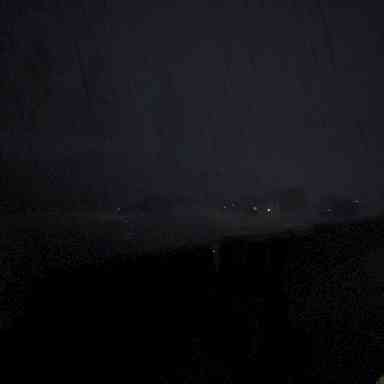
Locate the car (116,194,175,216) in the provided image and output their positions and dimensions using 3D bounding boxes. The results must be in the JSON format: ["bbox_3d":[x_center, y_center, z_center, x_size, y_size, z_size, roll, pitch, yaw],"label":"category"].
[{"bbox_3d":[-3.385,0.890,24.791,4.674,1.442,1.812,-1,2,-42],"label":"car"}]

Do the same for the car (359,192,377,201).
[{"bbox_3d":[27.510,0.626,52.614,4.181,1.385,1.994,-1,2,-42],"label":"car"}]

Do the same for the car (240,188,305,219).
[{"bbox_3d":[6.279,0.714,24.080,5.566,2.045,2.150,-1,2,-42],"label":"car"}]

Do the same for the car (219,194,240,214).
[{"bbox_3d":[4.297,0.905,27.010,4.892,1.490,1.837,-1,2,-42],"label":"car"}]

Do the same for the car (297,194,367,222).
[{"bbox_3d":[9.435,1.065,22.221,4.902,1.511,2.128,-1,2,-42],"label":"car"}]
